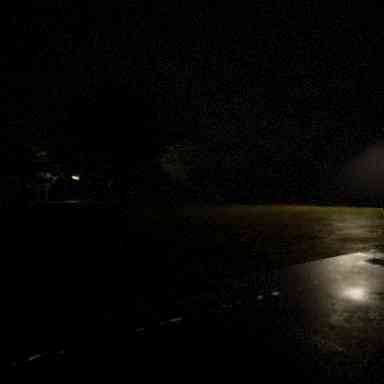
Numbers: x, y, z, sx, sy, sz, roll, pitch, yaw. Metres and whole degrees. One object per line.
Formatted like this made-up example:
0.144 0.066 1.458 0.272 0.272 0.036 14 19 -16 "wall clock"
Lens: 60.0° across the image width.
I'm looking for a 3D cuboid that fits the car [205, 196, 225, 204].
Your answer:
4.561 1.513 65.939 1.882 1.535 5.008 3 -2 -35 "car"
